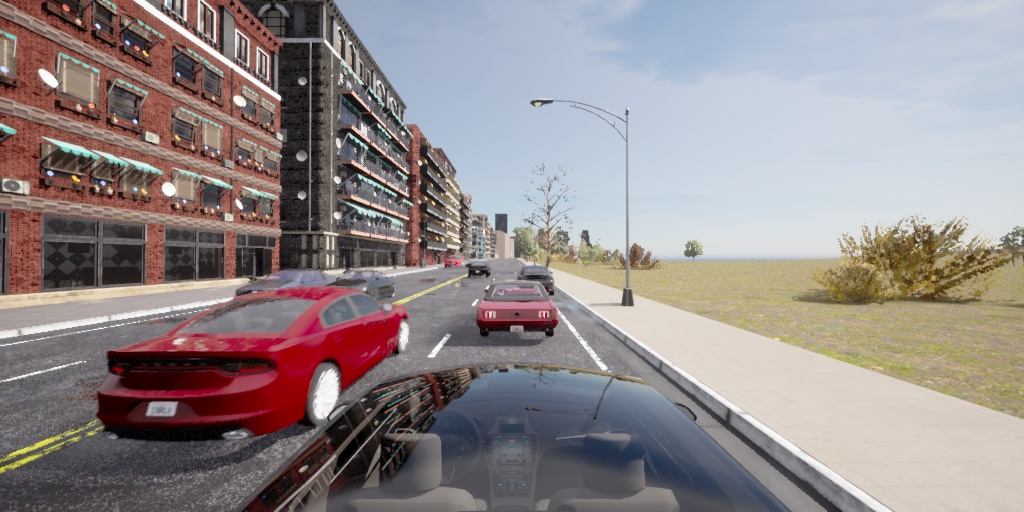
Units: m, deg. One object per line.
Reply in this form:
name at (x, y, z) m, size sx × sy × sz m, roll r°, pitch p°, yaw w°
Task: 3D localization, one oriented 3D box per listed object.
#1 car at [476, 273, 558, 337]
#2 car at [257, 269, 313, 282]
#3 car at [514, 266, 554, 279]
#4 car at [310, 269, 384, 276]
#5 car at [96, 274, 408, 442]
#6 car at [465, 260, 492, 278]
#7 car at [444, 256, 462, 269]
car at (0.131, 1.352, 10.290) m, size 1.895 × 1.301 × 4.718 m, roll 0°, pitch 0°, yaw 0°
car at (-9.796, 1.299, 16.250) m, size 2.033 × 1.411 × 5.357 m, roll 0°, pitch 0°, yaw 0°
car at (1.203, 1.257, 19.491) m, size 1.837 × 1.490 × 4.892 m, roll 0°, pitch 0°, yaw 0°
car at (-6.548, 1.316, 15.678) m, size 1.994 × 1.385 × 4.181 m, roll 0°, pitch 0°, yaw 0°
car at (-3.138, 1.228, 5.699) m, size 1.882 × 1.535 × 5.008 m, roll 0°, pitch 0°, yaw 0°
car at (-3.027, 1.229, 34.268) m, size 1.882 × 1.535 × 5.008 m, roll 0°, pitch 0°, yaw 0°
car at (-9.618, 0.974, 58.700) m, size 2.150 × 2.045 × 5.566 m, roll 0°, pitch 0°, yaw 0°
